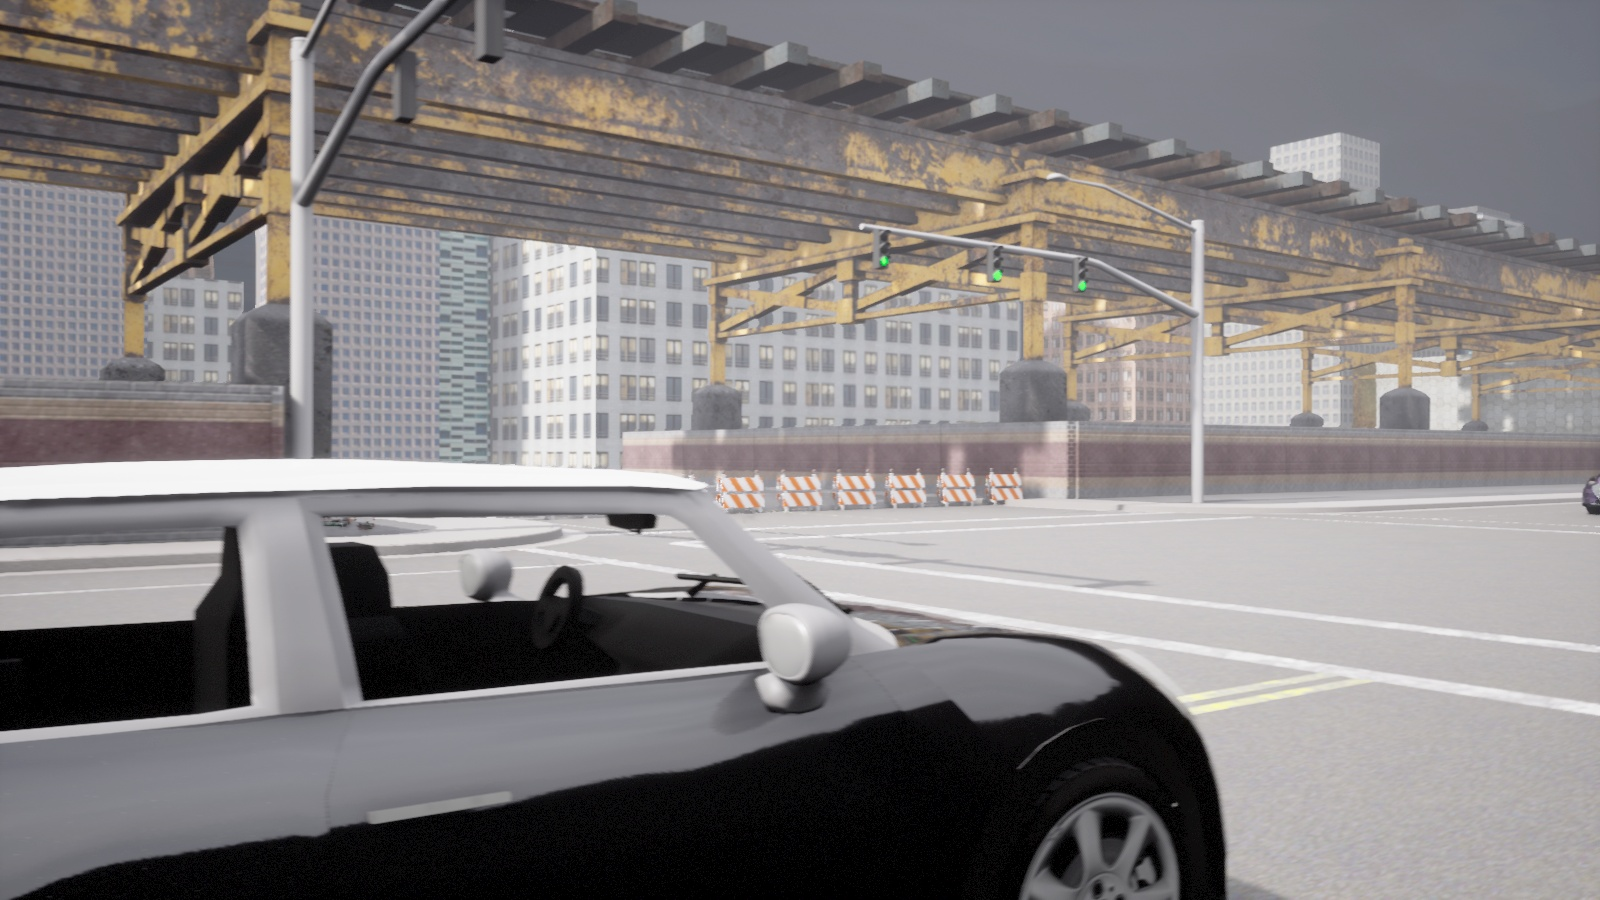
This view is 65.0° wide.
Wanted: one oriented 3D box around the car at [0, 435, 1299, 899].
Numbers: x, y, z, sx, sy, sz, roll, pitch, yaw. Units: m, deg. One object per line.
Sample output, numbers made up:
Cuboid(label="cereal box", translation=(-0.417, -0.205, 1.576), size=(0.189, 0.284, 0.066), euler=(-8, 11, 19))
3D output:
Cuboid(label="car", translation=(-0.766, 0.720, 3.129), size=(3.806, 1.475, 1.970), euler=(0, 0, -35))

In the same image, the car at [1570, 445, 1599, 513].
Cuboid(label="car", translation=(21.615, 0.707, 31.604), size=(4.856, 1.649, 2.033), euler=(0, 0, -35))
